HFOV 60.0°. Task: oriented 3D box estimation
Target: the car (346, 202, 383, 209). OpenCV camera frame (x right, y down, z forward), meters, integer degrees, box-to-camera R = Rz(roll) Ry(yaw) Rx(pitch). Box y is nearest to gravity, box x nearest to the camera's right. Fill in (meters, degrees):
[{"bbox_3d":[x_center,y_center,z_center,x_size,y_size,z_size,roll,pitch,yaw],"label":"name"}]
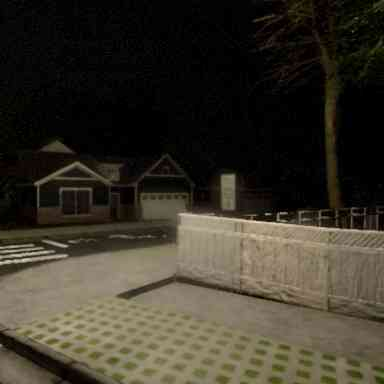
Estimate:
[{"bbox_3d":[18.930,1.800,36.319,5.357,1.411,2.033,0,0,-36],"label":"car"}]
